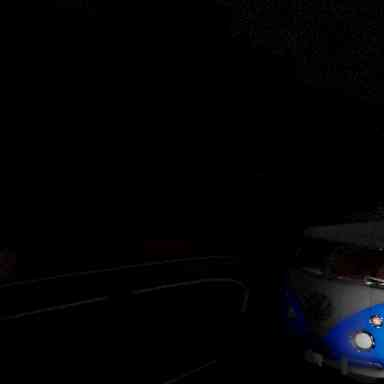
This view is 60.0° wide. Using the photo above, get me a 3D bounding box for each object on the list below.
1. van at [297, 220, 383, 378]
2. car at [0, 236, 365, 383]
[{"bbox_3d":[3.069,1.344,4.992,3.998,1.788,1.690,0,0,-35],"label":"van"},{"bbox_3d":[-1.501,1.315,1.732,5.009,1.841,2.192,0,0,-35],"label":"car"}]
